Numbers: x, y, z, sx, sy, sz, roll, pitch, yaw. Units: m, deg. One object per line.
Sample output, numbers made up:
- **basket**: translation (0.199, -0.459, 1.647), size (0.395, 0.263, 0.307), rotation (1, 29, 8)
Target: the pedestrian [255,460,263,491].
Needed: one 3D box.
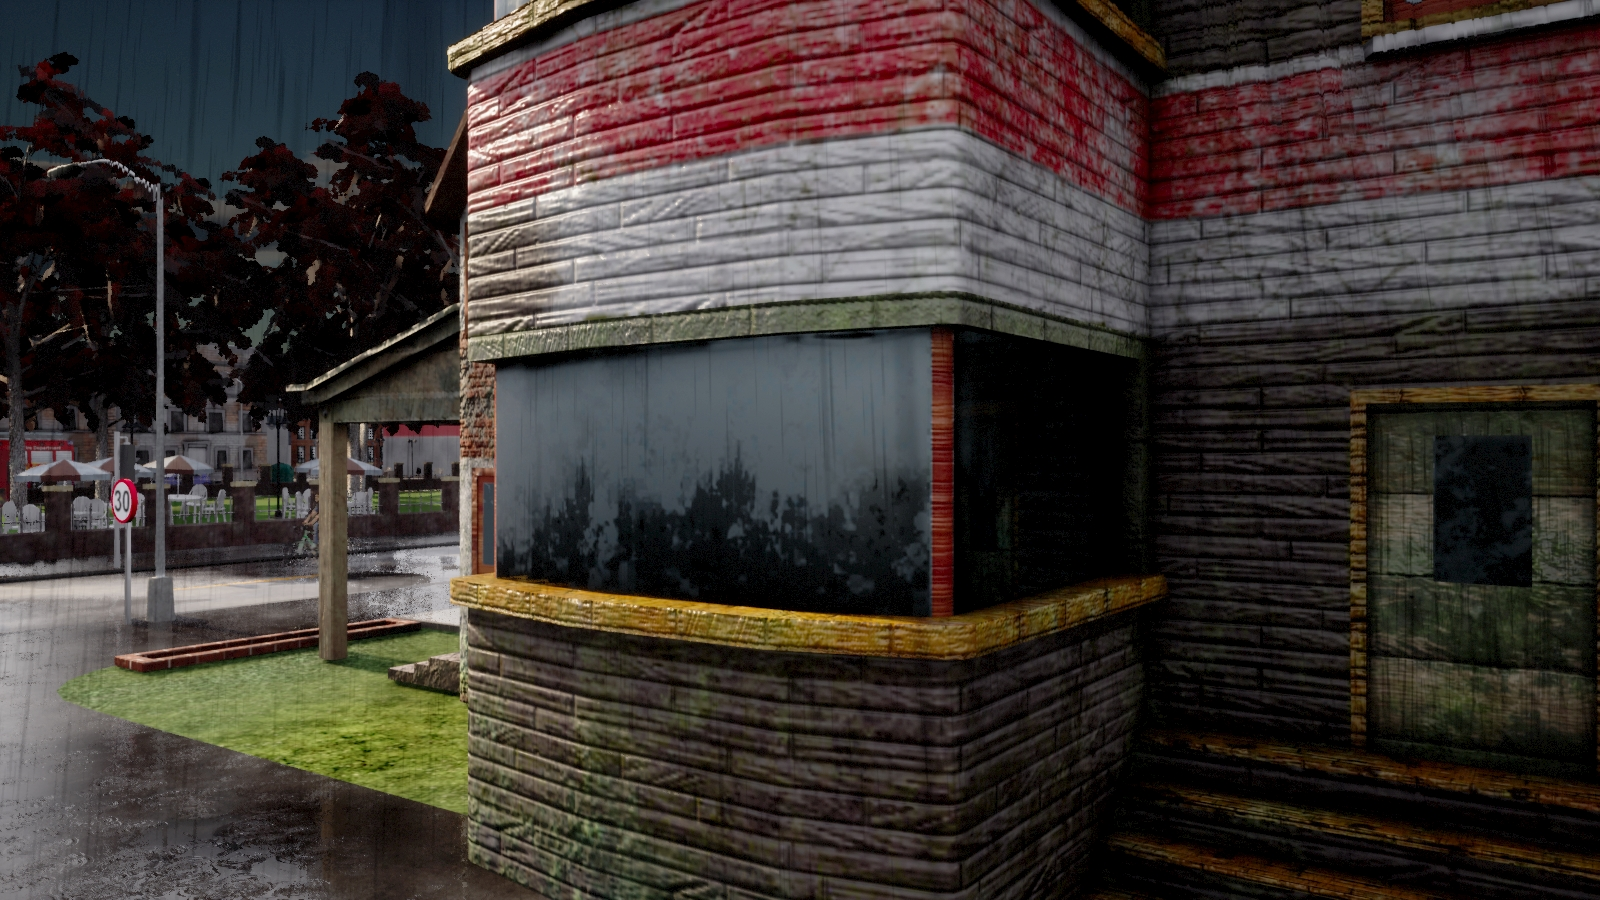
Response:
- **pedestrian**: translation (-32.588, 1.524, 68.827), size (0.375, 1.860, 0.375), rotation (0, 0, -41)
